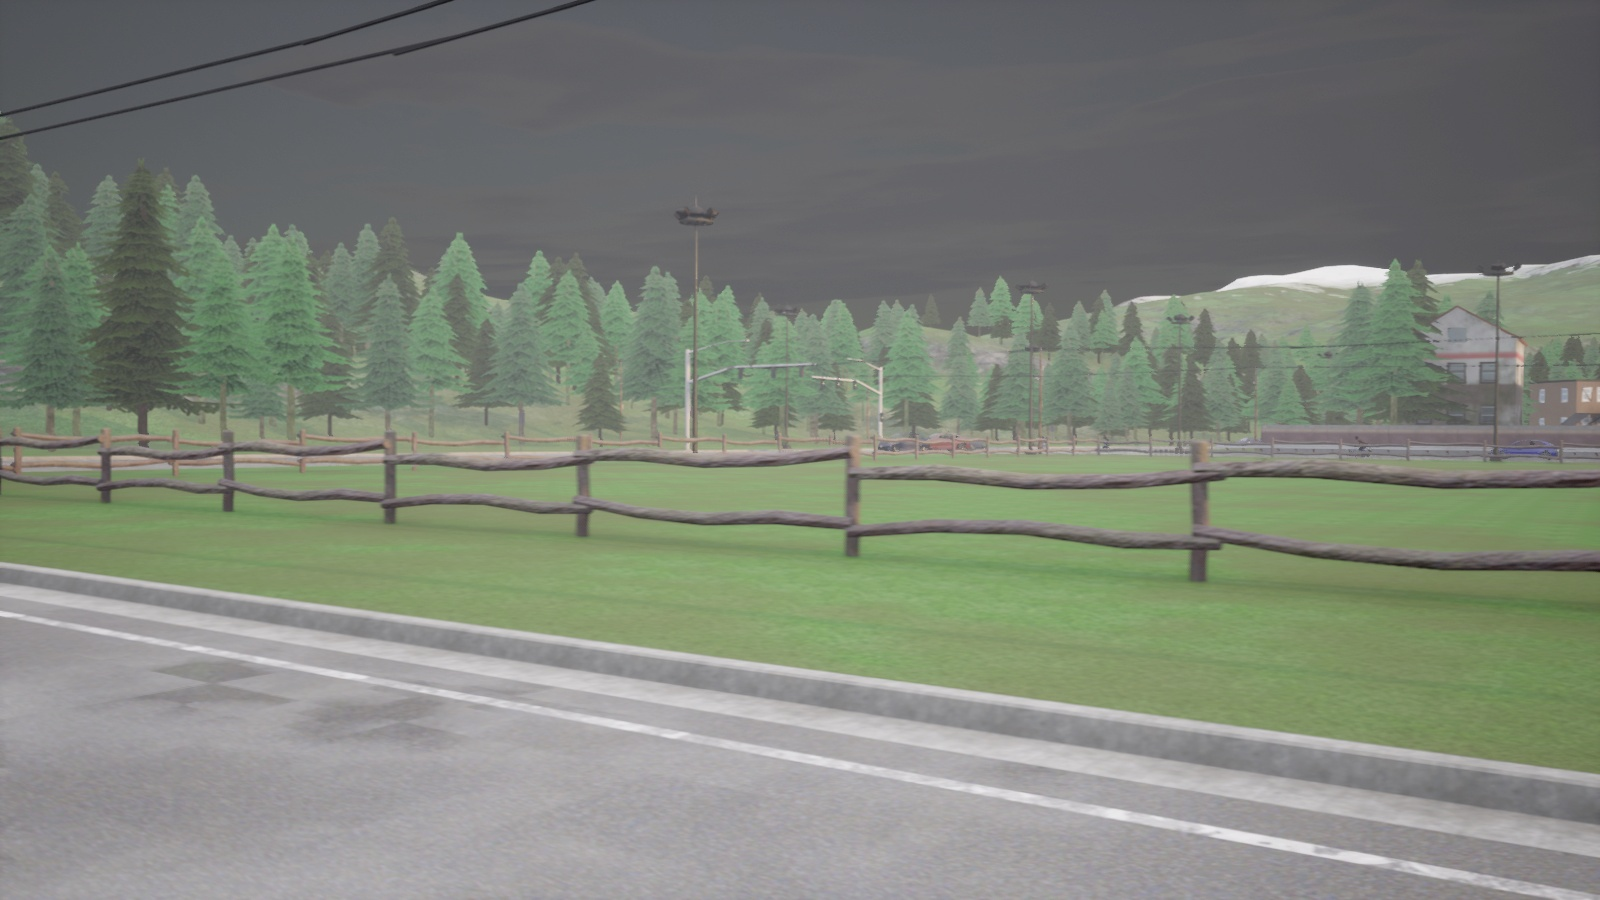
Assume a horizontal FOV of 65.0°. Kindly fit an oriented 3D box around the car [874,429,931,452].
[{"bbox_3d":[7.766,-0.728,95.337,3.988,1.617,1.851,-1,1,-34],"label":"car"}]
